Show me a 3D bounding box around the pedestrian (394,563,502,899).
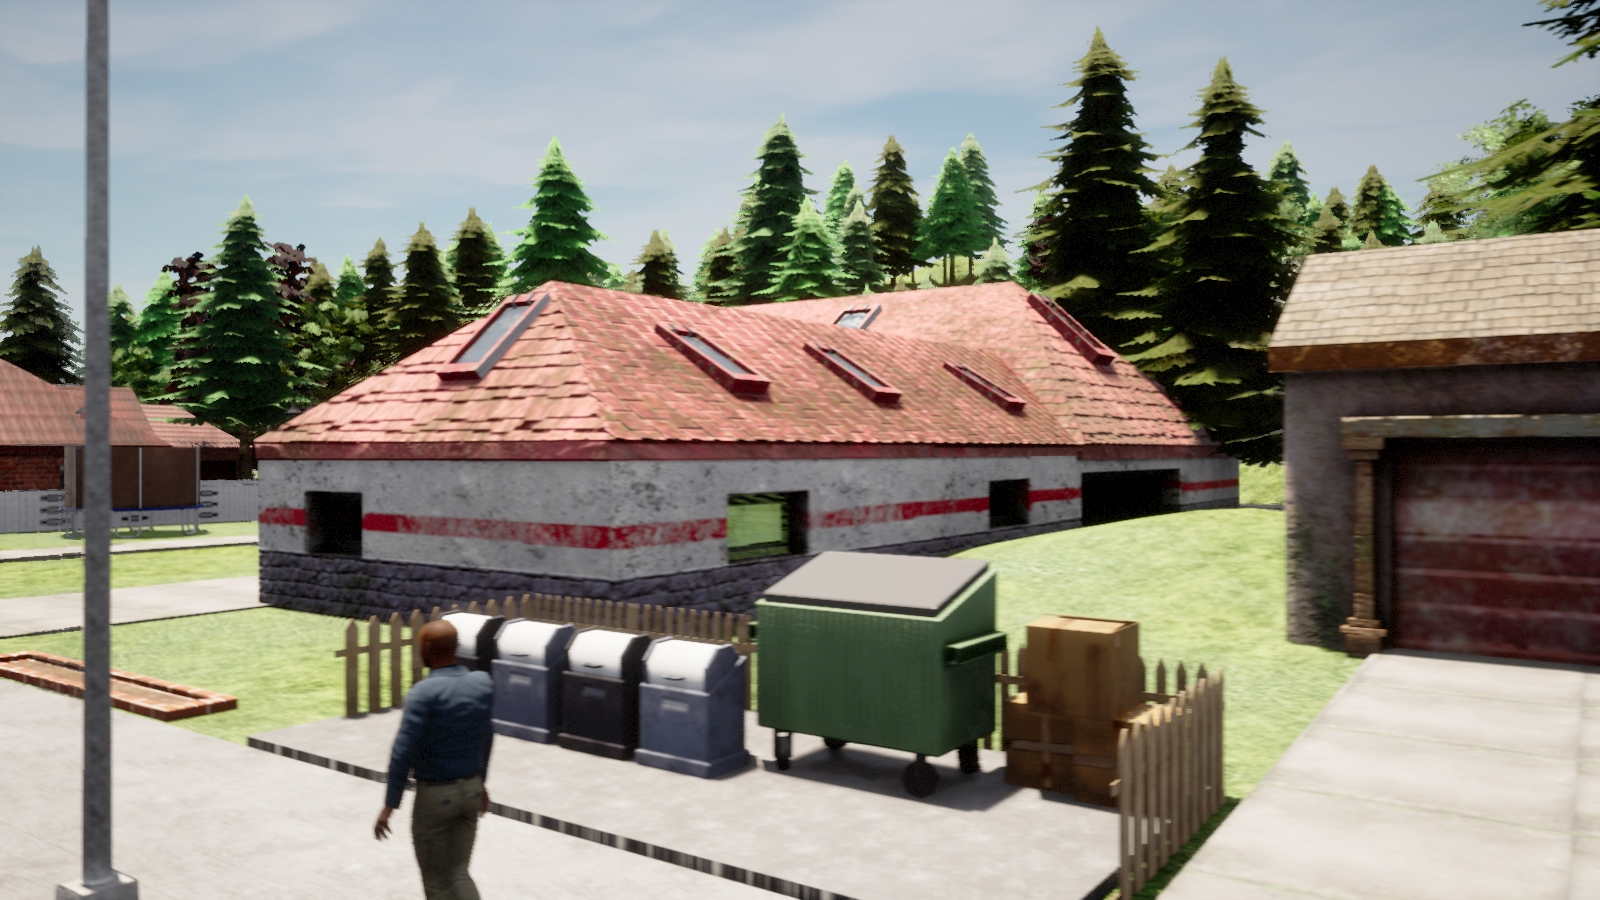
[{"bbox_3d":[-1.765,1.525,5.734,0.375,1.860,0.375,0,0,39],"label":"pedestrian"}]
